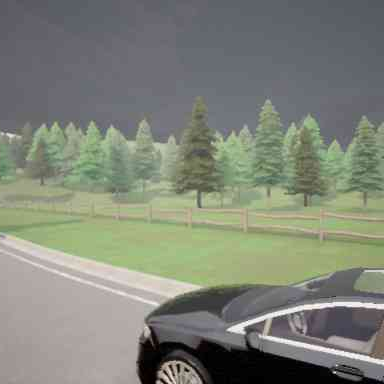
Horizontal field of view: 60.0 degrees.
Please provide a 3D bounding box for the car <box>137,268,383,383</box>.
[{"bbox_3d":[1.622,1.493,2.998,4.902,1.511,2.128,0,0,36],"label":"car"}]
